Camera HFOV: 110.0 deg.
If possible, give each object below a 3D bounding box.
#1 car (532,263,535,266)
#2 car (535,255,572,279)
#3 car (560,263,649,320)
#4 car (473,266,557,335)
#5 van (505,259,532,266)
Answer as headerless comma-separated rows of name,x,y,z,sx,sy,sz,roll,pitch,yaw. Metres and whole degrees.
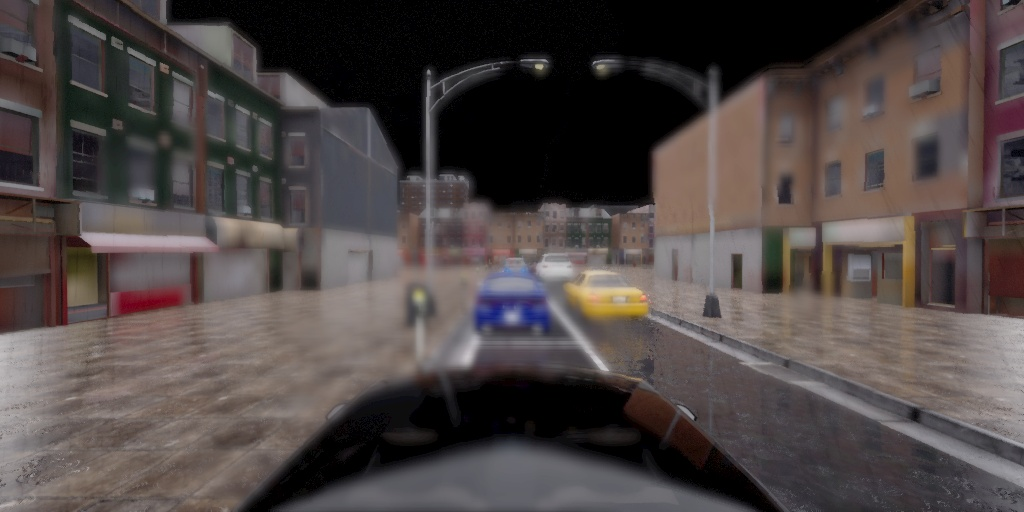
car,3.098,1.328,40.710,1.994,1.385,4.181,0,0,0
car,3.098,0.964,25.897,2.150,2.045,5.566,0,-1,0
car,3.021,1.206,12.483,1.801,1.575,5.366,0,0,0
car,0.006,1.227,10.501,1.882,1.535,5.008,0,0,0
van,0.382,1.095,27.349,1.690,1.789,3.998,0,0,0
